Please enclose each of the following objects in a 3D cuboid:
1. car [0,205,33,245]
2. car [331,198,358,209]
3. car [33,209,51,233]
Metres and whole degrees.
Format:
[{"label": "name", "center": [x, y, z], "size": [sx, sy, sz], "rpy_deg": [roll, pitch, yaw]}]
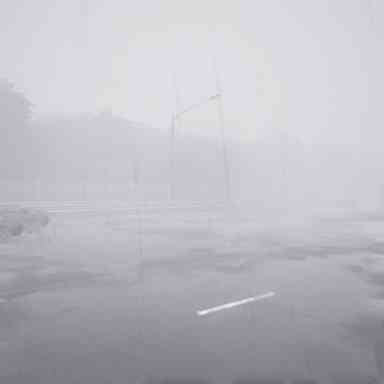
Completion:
[{"label": "car", "center": [-9.652, 1.483, 13.859], "size": [4.902, 1.511, 2.128], "rpy_deg": [0, 0, -37]}, {"label": "car", "center": [20.904, 1.528, 45.571], "size": [4.181, 1.385, 1.994], "rpy_deg": [-2, 2, -37]}, {"label": "car", "center": [-10.220, 1.476, 17.807], "size": [4.902, 1.511, 2.128], "rpy_deg": [0, 0, -37]}]
